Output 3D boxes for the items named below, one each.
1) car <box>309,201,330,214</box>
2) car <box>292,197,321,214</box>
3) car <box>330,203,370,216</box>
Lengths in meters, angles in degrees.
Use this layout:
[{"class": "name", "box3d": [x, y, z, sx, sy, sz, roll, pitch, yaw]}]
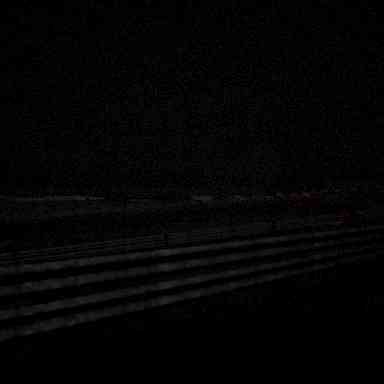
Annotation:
[{"class": "car", "box3d": [18.243, 2.209, 43.918, 4.718, 1.301, 1.895, -4, 2, -25]}, {"class": "car", "box3d": [16.745, 1.783, 47.078, 5.566, 2.045, 2.150, -4, 2, -25]}, {"class": "car", "box3d": [19.694, 2.120, 40.731, 4.892, 1.490, 1.837, -4, 2, -25]}]
